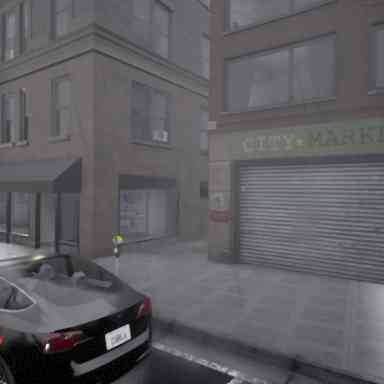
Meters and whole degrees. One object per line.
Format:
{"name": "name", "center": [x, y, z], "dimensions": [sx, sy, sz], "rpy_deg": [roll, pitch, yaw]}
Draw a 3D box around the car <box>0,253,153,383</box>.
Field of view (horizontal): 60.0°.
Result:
{"name": "car", "center": [-2.463, 1.565, 4.729], "dimensions": [4.313, 1.339, 1.947], "rpy_deg": [0, 1, 36]}
